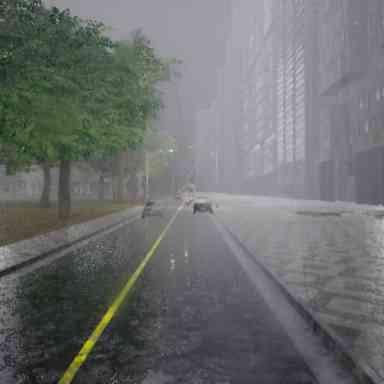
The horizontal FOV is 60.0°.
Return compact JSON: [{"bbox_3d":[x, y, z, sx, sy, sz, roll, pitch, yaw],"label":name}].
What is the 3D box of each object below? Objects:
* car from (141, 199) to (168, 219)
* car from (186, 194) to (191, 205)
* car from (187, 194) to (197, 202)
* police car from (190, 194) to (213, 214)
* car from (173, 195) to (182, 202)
[{"bbox_3d":[-3.098,1.411,28.021,1.837,1.490,4.892,0,0,0],"label":"car"},{"bbox_3d":[0.001,1.394,51.428,1.895,1.301,4.718,0,0,0],"label":"car"},{"bbox_3d":[-0.003,1.152,68.906,2.128,1.511,4.902,0,0,0],"label":"car"},{"bbox_3d":[1.049,1.308,33.394,1.930,1.638,5.238,0,0,0],"label":"police car"},{"bbox_3d":[-3.003,1.280,69.124,1.895,1.301,4.718,0,0,0],"label":"car"}]
